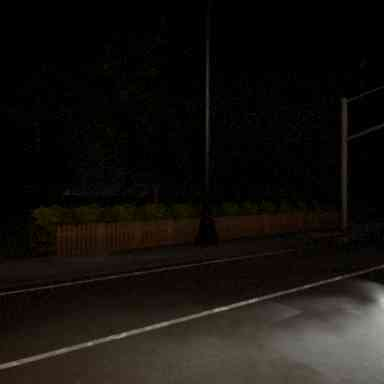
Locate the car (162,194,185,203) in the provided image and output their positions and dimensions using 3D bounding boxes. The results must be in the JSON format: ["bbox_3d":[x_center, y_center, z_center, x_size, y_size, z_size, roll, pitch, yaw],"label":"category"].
[{"bbox_3d":[-3.466,1.449,58.046,2.150,2.045,5.566,0,0,-35],"label":"car"}]
